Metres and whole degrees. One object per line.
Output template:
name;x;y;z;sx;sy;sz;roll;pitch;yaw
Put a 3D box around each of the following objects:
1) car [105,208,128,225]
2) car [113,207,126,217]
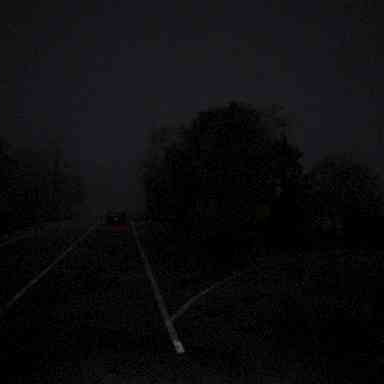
car;-7.244;2.313;31.983;1.882;1.535;5.008;2;-2;-12
car;-11.239;3.137;51.416;1.812;1.442;4.674;2;-4;-12
